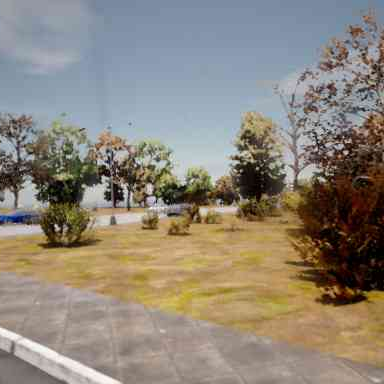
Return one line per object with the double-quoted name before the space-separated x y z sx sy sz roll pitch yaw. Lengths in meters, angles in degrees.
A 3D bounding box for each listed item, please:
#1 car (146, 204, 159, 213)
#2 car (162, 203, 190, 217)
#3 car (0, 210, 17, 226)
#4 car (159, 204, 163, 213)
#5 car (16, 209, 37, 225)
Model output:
"car" -5.338 2.676 52.561 1.812 1.442 4.674 -3 -2 32
"car" -1.120 2.168 39.207 1.994 1.385 4.181 -3 -2 32
"car" -17.428 2.520 33.439 1.882 1.535 5.008 -3 -2 33
"car" -2.319 2.469 50.798 1.882 1.535 5.008 -3 -2 32
"car" -14.105 2.447 32.130 1.994 1.385 4.181 -3 -2 33
